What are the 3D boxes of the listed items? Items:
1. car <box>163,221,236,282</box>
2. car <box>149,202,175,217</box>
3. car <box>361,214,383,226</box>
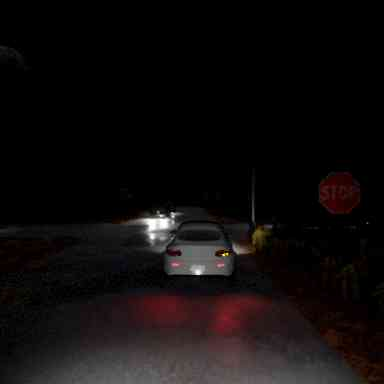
[{"bbox_3d":[0.256,1.575,9.842,1.812,1.442,4.674,0,0,3],"label":"car"},{"bbox_3d":[-3.185,1.724,33.829,2.128,1.511,4.902,0,-1,0],"label":"car"},{"bbox_3d":[13.531,1.720,21.532,4.718,1.301,1.895,1,-1,0],"label":"car"}]
